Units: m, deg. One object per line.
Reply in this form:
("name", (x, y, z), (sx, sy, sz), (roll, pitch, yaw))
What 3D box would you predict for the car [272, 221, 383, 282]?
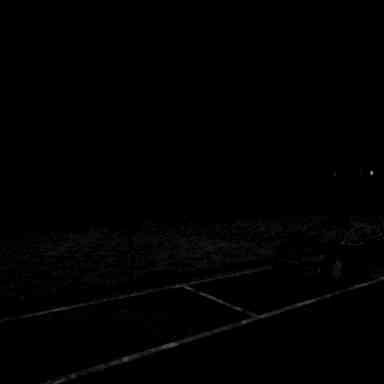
("car", (4.195, 1.553, 9.643), (4.403, 1.369, 2.008), (0, 0, -36))
